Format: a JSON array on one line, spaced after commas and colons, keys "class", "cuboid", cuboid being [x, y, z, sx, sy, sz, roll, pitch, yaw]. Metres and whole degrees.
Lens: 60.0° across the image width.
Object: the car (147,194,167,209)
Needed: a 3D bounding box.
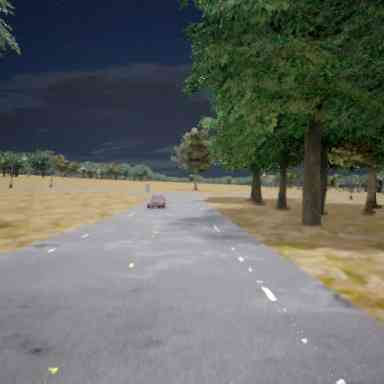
[{"class": "car", "cuboid": [-4.191, 1.100, 39.898, 2.097, 1.767, 4.553, 0, 1, -1]}]
